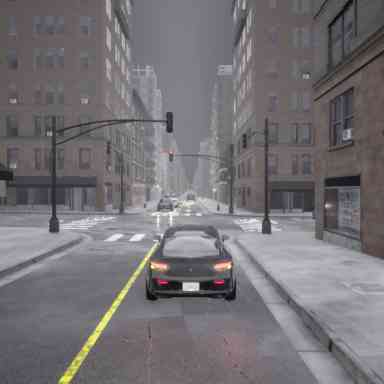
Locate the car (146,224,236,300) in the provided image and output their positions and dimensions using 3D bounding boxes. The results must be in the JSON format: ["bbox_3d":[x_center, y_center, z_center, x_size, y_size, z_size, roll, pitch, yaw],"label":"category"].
[{"bbox_3d":[-0.018,1.527,8.236,1.812,1.442,4.674,0,0,0],"label":"car"}]

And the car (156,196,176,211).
[{"bbox_3d":[-3.236,1.556,40.842,1.837,1.490,4.892,0,0,-2],"label":"car"}]

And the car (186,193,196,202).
[{"bbox_3d":[-0.248,1.358,81.772,2.150,2.045,5.566,0,0,0],"label":"car"}]

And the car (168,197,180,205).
[{"bbox_3d":[-3.250,1.639,61.476,2.033,1.411,5.357,0,0,0],"label":"car"}]

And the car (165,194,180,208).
[{"bbox_3d":[-3.249,1.292,50.897,2.150,2.045,5.566,0,0,0],"label":"car"}]

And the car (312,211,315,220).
[{"bbox_3d":[12.276,1.721,26.856,5.008,1.535,1.882,1,0,-1],"label":"car"}]
